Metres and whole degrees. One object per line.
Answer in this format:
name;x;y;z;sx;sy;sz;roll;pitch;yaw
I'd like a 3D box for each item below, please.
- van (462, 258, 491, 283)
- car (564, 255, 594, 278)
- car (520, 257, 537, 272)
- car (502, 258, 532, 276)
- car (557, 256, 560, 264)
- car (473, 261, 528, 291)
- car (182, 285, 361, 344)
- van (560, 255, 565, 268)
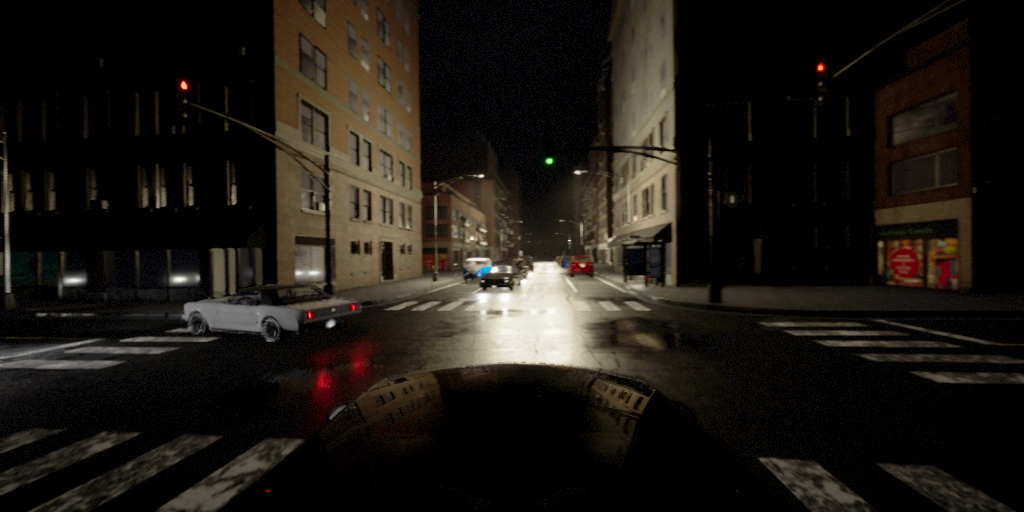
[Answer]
van;-2.551;1.054;27.262;1.690;1.789;3.998;0;0;6
car;6.078;0.895;31.798;2.192;1.841;5.009;0;0;6
car;1.566;1.178;41.740;1.994;1.385;4.181;-1;0;6
car;0.491;1.163;31.734;1.837;1.490;4.892;-1;0;6
car;8.301;0.802;53.309;2.192;1.841;5.009;0;0;6
car;-0.513;1.247;21.953;2.033;1.411;5.357;-1;0;10
car;-6.590;1.442;9.756;4.718;1.301;1.895;-1;0;21
van;7.746;0.851;47.931;1.690;1.789;3.998;0;0;6
